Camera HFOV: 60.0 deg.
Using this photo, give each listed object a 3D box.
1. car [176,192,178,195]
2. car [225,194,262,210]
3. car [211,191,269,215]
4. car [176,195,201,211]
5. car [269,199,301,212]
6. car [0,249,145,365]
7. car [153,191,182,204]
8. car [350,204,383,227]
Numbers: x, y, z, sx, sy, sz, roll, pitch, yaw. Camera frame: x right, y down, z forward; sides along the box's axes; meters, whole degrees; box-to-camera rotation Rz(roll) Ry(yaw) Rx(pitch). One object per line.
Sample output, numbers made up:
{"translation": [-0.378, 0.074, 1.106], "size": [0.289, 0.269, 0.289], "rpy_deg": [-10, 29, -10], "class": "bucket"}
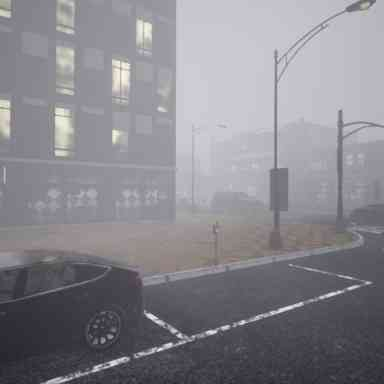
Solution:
{"translation": [-0.665, 1.101, 47.601], "size": [2.008, 1.369, 4.403], "rpy_deg": [1, 0, -36], "class": "car"}
{"translation": [5.917, 1.130, 38.672], "size": [1.967, 1.590, 4.097], "rpy_deg": [1, 0, -36], "class": "car"}
{"translation": [4.146, 0.943, 31.291], "size": [2.150, 2.045, 5.566], "rpy_deg": [0, 0, -37], "class": "car"}
{"translation": [-0.832, 1.231, 33.700], "size": [1.802, 1.307, 4.206], "rpy_deg": [1, 0, -36], "class": "car"}
{"translation": [9.205, 1.340, 34.206], "size": [1.802, 1.307, 4.206], "rpy_deg": [1, 0, -36], "class": "car"}
{"translation": [-2.738, 1.566, 4.601], "size": [4.313, 1.339, 1.947], "rpy_deg": [0, 0, -36], "class": "car"}
{"translation": [-3.949, 0.793, 52.065], "size": [2.192, 1.841, 5.009], "rpy_deg": [1, 0, -36], "class": "car"}
{"translation": [11.671, 1.449, 19.689], "size": [1.812, 1.442, 4.674], "rpy_deg": [1, 1, -25], "class": "car"}
